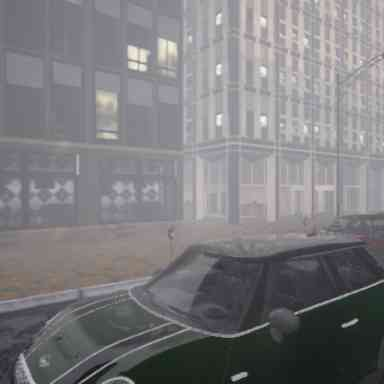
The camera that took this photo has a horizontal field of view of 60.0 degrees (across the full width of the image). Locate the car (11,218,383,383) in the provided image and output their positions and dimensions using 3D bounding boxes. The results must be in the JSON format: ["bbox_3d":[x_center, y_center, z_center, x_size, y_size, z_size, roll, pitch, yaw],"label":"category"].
[{"bbox_3d":[0.530,1.350,3.756,4.553,1.767,2.097,0,0,-35],"label":"car"}]

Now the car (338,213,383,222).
[{"bbox_3d":[5.082,1.434,10.183,4.097,1.590,1.967,0,0,-35],"label":"car"}]
